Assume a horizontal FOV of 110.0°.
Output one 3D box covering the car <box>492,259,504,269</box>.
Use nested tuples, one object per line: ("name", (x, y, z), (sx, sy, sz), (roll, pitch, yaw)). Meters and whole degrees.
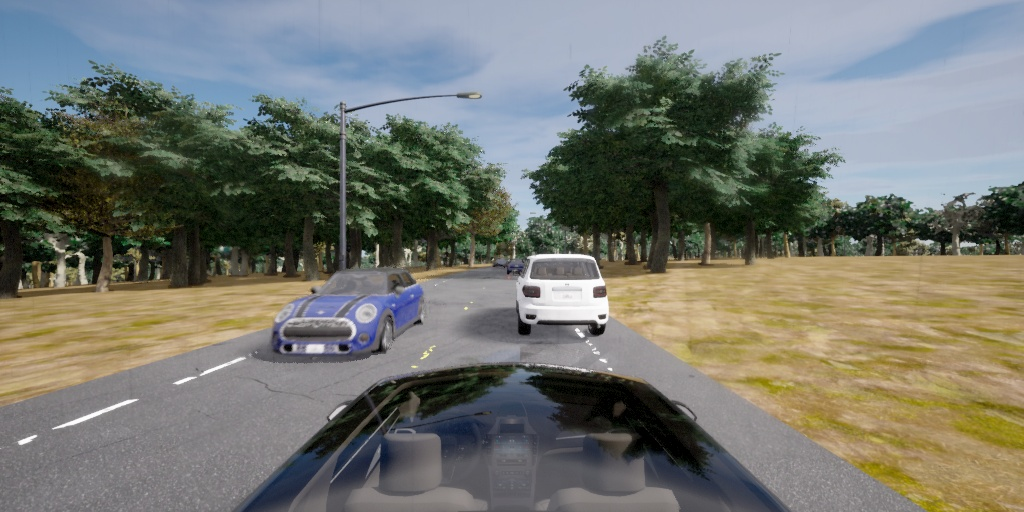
("car", (-1.654, 1.152, 53.751), (2.033, 1.411, 5.357), (0, 0, 7))

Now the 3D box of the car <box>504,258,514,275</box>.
("car", (0.623, 1.030, 39.159), (2.097, 1.767, 4.553), (0, 0, 4))

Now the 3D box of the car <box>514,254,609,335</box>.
("car", (1.226, 0.972, 10.648), (2.150, 2.045, 5.566), (0, 0, 0))

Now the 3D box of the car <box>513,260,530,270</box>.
("car", (1.385, 1.226, 49.313), (1.895, 1.301, 4.718), (0, 0, 7))

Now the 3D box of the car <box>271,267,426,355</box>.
("car", (-3.597, 1.101, 8.797), (2.097, 1.767, 4.553), (0, 0, 0))
